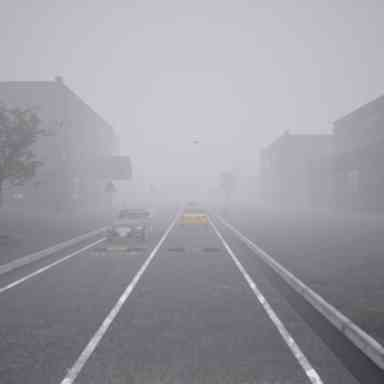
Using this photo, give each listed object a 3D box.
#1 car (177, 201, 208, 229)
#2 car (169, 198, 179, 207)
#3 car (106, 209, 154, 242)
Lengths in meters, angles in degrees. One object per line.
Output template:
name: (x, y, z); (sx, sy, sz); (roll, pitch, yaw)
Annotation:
car: (0.123, 1.648, 23.373); (1.801, 1.575, 5.366); (0, -1, 0)
car: (-2.995, 1.845, 57.614); (2.128, 1.511, 4.902); (0, 0, 1)
car: (-3.081, 1.640, 17.302); (2.128, 1.511, 4.902); (0, 0, 0)
